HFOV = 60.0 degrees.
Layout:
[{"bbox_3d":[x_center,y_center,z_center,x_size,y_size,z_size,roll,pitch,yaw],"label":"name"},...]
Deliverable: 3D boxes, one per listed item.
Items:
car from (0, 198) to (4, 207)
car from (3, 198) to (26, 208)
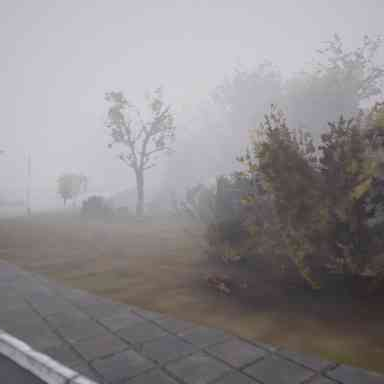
[{"bbox_3d":[-36.591,1.960,62.759,2.097,1.767,4.553,1,0,-4],"label":"car"},{"bbox_3d":[-33.101,2.151,62.993,1.837,1.490,4.892,1,0,-4],"label":"car"}]
